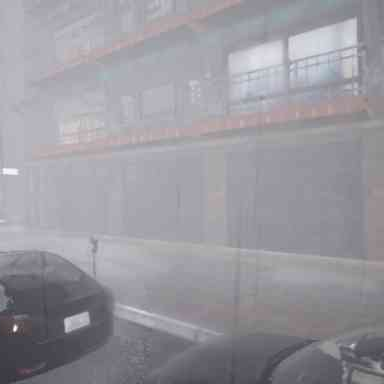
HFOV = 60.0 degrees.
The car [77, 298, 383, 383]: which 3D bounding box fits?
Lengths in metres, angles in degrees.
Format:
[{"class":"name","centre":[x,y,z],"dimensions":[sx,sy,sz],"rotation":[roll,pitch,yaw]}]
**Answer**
[{"class":"car","centre":[1.572,1.550,1.901],"dimensions":[4.403,1.369,2.008],"rotation":[0,-1,36]}]

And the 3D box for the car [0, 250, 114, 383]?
[{"class":"car","centre":[-3.052,1.579,5.159],"dimensions":[4.313,1.339,1.947],"rotation":[0,-1,36]}]
